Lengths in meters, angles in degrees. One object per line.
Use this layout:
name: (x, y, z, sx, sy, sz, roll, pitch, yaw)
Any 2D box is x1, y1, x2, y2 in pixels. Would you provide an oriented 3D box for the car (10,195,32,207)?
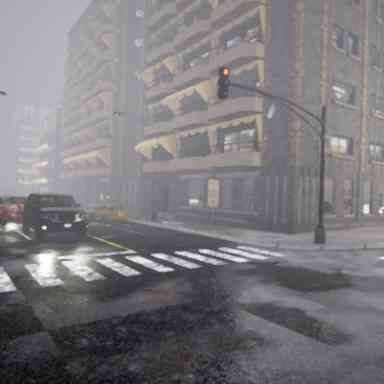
car: (-22.589, 1.149, 43.823, 1.812, 1.442, 4.674, 2, -1, -35)

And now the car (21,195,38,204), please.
car: (-25.546, 1.196, 52.239, 1.802, 1.307, 4.206, 2, -1, -35)

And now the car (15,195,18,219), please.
car: (-12.583, 1.109, 24.630, 2.097, 1.767, 4.553, 2, -1, -35)

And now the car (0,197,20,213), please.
car: (-18.312, 1.215, 32.722, 1.994, 1.385, 4.181, 2, -1, -35)

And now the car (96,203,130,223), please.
car: (-6.289, 1.487, 25.094, 1.752, 1.417, 4.829, 2, -1, -35)

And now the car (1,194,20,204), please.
car: (-28.508, 1.067, 52.164, 2.033, 1.411, 5.357, 2, -1, -35)

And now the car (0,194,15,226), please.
car: (-12.606, 1.031, 20.395, 2.192, 1.841, 5.009, 2, -1, -35)

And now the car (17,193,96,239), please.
car: (-7.018, 1.084, 16.778, 2.150, 2.045, 5.566, 2, -1, -36)
